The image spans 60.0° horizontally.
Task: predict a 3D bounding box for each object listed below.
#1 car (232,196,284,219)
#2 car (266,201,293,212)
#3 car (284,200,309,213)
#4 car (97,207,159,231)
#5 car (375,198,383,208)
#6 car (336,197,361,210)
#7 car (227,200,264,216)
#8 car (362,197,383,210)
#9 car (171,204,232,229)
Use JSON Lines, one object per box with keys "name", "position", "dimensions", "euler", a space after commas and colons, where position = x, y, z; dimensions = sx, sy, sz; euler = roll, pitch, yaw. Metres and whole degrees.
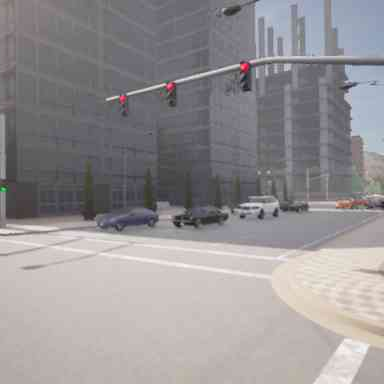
{"name": "car", "position": [6.341, 1.410, 31.317], "dimensions": [2.150, 2.045, 5.566], "euler": [-1, -1, 36]}
{"name": "car", "position": [11.842, 1.860, 44.883], "dimensions": [1.895, 1.301, 4.718], "euler": [-1, -1, 36]}
{"name": "car", "position": [12.451, 1.678, 39.763], "dimensions": [1.882, 1.535, 5.008], "euler": [-1, -1, 36]}
{"name": "car", "position": [-4.239, 1.755, 22.647], "dimensions": [1.812, 1.442, 4.674], "euler": [-1, -1, 38]}
{"name": "car", "position": [30.320, 1.657, 52.254], "dimensions": [2.033, 1.411, 5.357], "euler": [-1, -1, 36]}
{"name": "car", "position": [21.457, 1.506, 45.948], "dimensions": [2.097, 1.767, 4.553], "euler": [-1, -1, 36]}
{"name": "car", "position": [5.990, 1.740, 36.804], "dimensions": [2.128, 1.511, 4.902], "euler": [-1, -1, 36]}
{"name": "car", "position": [24.384, 1.590, 44.021], "dimensions": [2.128, 1.511, 4.902], "euler": [-1, -1, 36]}
{"name": "car", "position": [0.632, 1.779, 23.402], "dimensions": [1.895, 1.301, 4.718], "euler": [-1, -1, 36]}
